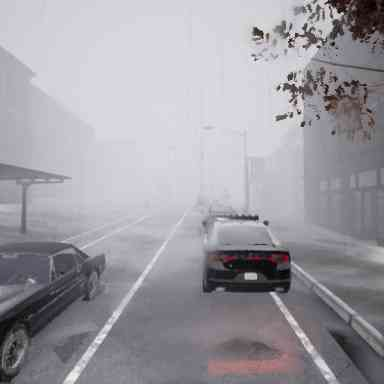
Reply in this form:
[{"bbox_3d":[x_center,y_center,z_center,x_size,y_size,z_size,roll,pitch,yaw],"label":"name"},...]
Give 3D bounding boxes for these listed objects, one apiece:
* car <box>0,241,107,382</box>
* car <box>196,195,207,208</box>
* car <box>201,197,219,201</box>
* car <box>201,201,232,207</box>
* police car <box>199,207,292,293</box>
[{"bbox_3d":[-2.982,1.609,5.586,1.895,1.301,4.718,0,0,2],"label":"car"},{"bbox_3d":[1.481,1.478,45.835,1.895,1.301,4.718,0,0,2],"label":"car"},{"bbox_3d":[1.777,1.395,25.126,1.801,1.575,5.366,0,0,2],"label":"car"},{"bbox_3d":[1.566,1.473,18.934,1.837,1.490,4.892,0,0,2],"label":"car"},{"bbox_3d":[1.226,1.429,9.040,1.930,1.638,5.238,0,0,2],"label":"police car"}]
